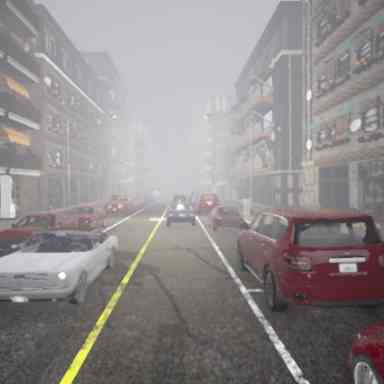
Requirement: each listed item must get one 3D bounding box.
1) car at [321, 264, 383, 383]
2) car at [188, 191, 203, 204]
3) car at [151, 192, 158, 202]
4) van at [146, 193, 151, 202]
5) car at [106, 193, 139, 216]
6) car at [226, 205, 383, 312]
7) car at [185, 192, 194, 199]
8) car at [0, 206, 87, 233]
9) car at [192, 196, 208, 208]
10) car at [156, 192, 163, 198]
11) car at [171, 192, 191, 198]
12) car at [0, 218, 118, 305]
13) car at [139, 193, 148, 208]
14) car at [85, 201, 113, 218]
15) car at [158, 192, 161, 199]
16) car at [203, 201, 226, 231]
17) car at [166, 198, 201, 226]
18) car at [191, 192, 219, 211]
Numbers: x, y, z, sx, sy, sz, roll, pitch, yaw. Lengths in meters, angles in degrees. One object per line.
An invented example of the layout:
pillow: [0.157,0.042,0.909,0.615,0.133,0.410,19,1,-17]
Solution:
car: [2.538,1.541,1.838,1.802,1.307,4.206,-1,1,-2]
car: [0.496,0.857,52.772,2.192,1.841,5.009,-1,1,-2]
car: [-7.601,1.014,58.118,1.967,1.590,4.097,-1,1,-2]
van: [-7.152,1.007,46.824,1.690,1.788,3.998,-1,1,-2]
car: [-6.475,1.119,29.883,2.192,1.841,5.009,-1,1,-2]
car: [2.306,1.227,7.495,2.192,1.841,5.009,-1,1,-2]
car: [-0.633,0.752,81.072,1.967,1.590,4.097,-1,1,-2]
car: [-5.793,1.487,12.946,1.887,1.381,4.507,-1,1,-2]
car: [0.954,1.216,41.455,1.802,1.307,4.206,-1,1,-2]
car: [-8.947,0.825,91.829,1.752,1.417,4.829,-1,1,-2]
car: [-1.494,1.015,40.857,2.097,1.767,4.553,-1,0,-2]
car: [-3.117,1.560,8.041,1.895,1.301,4.718,-1,0,-2]
car: [-6.915,1.238,41.009,1.752,1.417,4.829,-1,1,-2]
car: [-6.019,1.441,18.593,1.887,1.381,4.507,-1,1,-2]
car: [-8.050,1.033,69.412,2.008,1.369,4.403,-1,1,-2]
car: [1.859,1.401,18.817,1.802,1.307,4.206,-1,1,-2]
car: [-0.730,1.365,21.835,2.033,1.411,5.357,-1,1,-2]
car: [1.401,1.042,30.133,2.192,1.841,5.009,-1,1,-2]
